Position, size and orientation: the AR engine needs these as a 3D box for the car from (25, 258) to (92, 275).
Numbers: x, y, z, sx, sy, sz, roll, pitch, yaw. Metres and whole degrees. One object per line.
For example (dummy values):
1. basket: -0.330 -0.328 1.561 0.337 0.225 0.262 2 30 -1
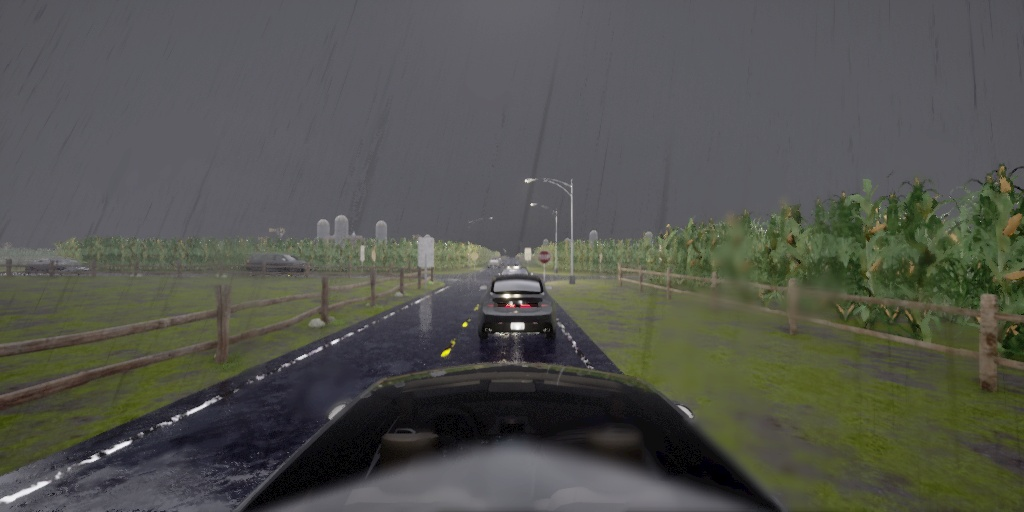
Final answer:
1. car: -41.501 0.977 32.970 4.902 1.511 2.128 0 0 1

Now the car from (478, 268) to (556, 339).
1. car: 0.121 1.248 10.074 1.837 1.490 4.892 0 0 0

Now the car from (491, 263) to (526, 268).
1. car: 0.197 1.281 19.955 2.033 1.411 5.357 0 0 2

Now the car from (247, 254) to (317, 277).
1. car: -20.925 0.810 32.694 5.566 2.045 2.150 0 0 1

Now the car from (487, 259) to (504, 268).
1. car: -2.690 1.230 54.497 2.033 1.411 5.357 0 0 0
